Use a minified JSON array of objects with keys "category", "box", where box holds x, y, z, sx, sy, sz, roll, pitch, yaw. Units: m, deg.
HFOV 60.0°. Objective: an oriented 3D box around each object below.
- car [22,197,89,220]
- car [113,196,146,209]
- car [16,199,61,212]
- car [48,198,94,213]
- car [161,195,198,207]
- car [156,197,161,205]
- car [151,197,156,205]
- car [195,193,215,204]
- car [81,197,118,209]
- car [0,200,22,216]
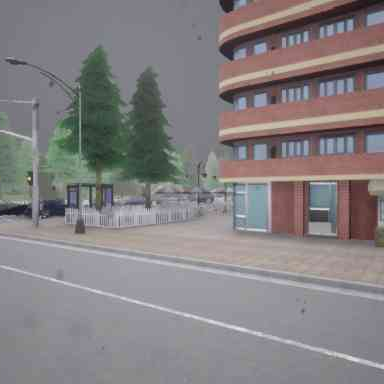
[{"category":"car","box":[-11.416,1.296,28.207,2.097,1.767,4.553,0,0,35]},{"category":"car","box":[-8.243,1.297,44.844,2.097,1.767,4.553,0,0,38]},{"category":"car","box":[-17.492,1.508,38.101,1.994,1.385,4.181,0,0,36]},{"category":"car","box":[-13.574,1.470,37.588,1.812,1.442,4.674,0,0,36]},{"category":"car","box":[-1.715,1.545,47.370,1.895,1.301,4.718,0,0,40]},{"category":"car","box":[-2.565,1.492,51.949,5.357,1.411,2.033,0,0,-45]},{"category":"car","box":[-6.322,1.470,52.743,1.812,1.442,4.674,0,0,42]},{"category":"car","box":[1.543,1.166,59.692,5.566,2.045,2.150,0,0,-34]},{"category":"car","box":[-12.467,1.470,45.076,1.812,1.442,4.674,0,0,37]},{"category":"car","box":[-15.744,1.435,28.141,2.128,1.511,4.902,0,0,35]}]
